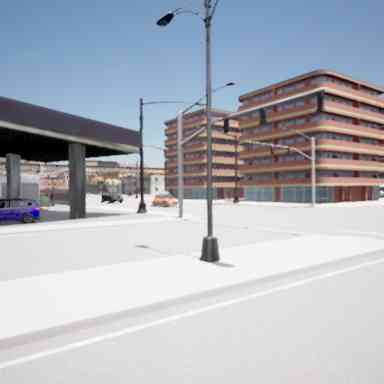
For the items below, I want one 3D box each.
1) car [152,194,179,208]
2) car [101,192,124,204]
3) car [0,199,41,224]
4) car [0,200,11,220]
[{"bbox_3d":[-3.244,1.074,42.972,2.097,1.767,4.553,-1,0,-37],"label":"car"},{"bbox_3d":[-13.730,0.954,57.058,2.150,2.045,5.566,-1,0,-36],"label":"car"},{"bbox_3d":[-12.195,1.271,21.239,4.611,1.667,2.242,-1,1,-35],"label":"car"},{"bbox_3d":[-16.173,1.443,25.452,3.806,1.475,1.970,-1,1,-35],"label":"car"}]
